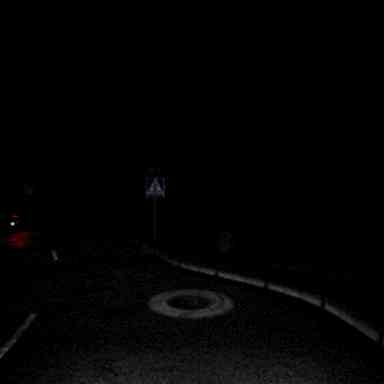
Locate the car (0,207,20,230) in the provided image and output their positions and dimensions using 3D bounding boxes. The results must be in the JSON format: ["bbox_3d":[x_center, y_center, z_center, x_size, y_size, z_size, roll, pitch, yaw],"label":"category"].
[{"bbox_3d":[-12.713,1.568,19.868,4.892,1.490,1.837,1,-2,15],"label":"car"}]
